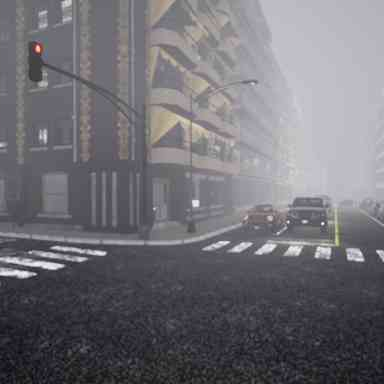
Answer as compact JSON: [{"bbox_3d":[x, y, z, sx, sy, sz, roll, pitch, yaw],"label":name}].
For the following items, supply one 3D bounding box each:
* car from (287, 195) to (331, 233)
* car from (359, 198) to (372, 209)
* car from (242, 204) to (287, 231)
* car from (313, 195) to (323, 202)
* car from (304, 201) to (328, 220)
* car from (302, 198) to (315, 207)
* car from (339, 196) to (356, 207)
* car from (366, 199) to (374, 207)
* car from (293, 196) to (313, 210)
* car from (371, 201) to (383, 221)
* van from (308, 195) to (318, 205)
[{"bbox_3d":[7.337,1.297,20.916,2.150,2.045,5.566,0,0,23],"label":"car"},{"bbox_3d":[25.559,1.599,48.591,1.967,1.590,4.097,-1,0,23],"label":"car"},{"bbox_3d":[4.481,1.520,20.839,1.967,1.590,4.097,-1,0,23],"label":"car"},{"bbox_3d":[33.477,1.624,88.164,2.192,1.841,5.009,-1,0,23],"label":"car"},{"bbox_3d":[11.340,1.612,30.203,1.837,1.490,4.892,0,0,23],"label":"car"},{"bbox_3d":[20.028,1.731,56.933,1.752,1.417,4.829,-1,0,23],"label":"car"},{"bbox_3d":[25.820,1.753,55.741,1.994,1.385,4.181,0,0,23],"label":"car"},{"bbox_3d":[18.868,1.649,33.053,1.887,1.381,4.507,-1,0,23],"label":"car"},{"bbox_3d":[15.632,1.485,46.733,2.192,1.841,5.009,-1,0,23],"label":"car"},{"bbox_3d":[16.637,1.638,27.875,2.008,1.369,4.403,-1,0,23],"label":"car"},{"bbox_3d":[24.555,1.582,67.448,1.690,1.788,3.998,-1,0,23],"label":"van"}]
